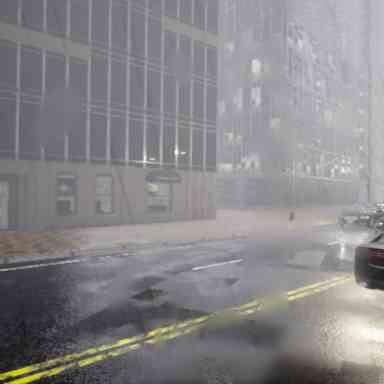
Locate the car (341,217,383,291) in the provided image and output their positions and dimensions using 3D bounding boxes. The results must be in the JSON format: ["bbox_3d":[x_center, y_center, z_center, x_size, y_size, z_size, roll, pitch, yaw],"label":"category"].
[{"bbox_3d":[5.782,1.457,7.897,5.008,1.535,1.882,0,0,-38],"label":"car"}]

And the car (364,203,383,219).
[{"bbox_3d":[10.783,1.447,16.405,4.902,1.511,2.128,0,0,-40],"label":"car"}]

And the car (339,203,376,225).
[{"bbox_3d":[10.993,1.439,20.851,4.902,1.511,2.128,0,0,-41],"label":"car"}]
